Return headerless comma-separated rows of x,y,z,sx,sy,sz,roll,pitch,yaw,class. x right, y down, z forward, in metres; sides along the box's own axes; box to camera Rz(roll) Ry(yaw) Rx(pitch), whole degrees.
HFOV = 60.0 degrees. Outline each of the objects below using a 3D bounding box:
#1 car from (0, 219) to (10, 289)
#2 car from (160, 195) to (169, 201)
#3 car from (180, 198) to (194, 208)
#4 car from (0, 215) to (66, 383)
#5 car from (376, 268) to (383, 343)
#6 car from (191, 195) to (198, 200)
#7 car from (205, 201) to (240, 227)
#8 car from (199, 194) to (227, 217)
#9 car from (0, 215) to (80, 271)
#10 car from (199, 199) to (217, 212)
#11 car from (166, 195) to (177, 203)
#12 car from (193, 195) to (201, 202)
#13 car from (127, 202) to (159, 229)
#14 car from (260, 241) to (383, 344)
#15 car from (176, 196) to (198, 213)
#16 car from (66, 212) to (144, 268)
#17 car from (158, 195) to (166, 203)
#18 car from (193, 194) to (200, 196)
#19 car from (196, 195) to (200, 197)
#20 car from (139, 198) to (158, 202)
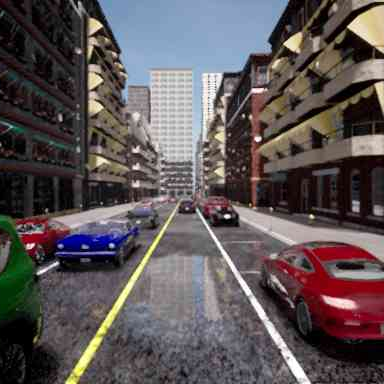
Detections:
-5.417,1.464,6.100,1.967,1.590,4.097,-1,0,-1,car
-6.813,1.487,83.775,1.967,1.590,4.097,-1,0,-1,car
-0.749,1.619,48.248,1.895,1.301,4.718,0,0,-1,car
-2.841,1.233,1.700,2.150,2.045,5.566,0,0,1,car
2.569,1.431,0.716,1.967,1.590,4.097,-1,0,-1,car
0.565,1.522,93.722,1.837,1.490,4.892,0,0,-1,car
2.164,1.566,22.908,1.947,1.339,4.313,-1,0,-1,car
2.060,1.317,28.456,2.192,1.841,5.009,-1,0,-1,car
-5.515,1.608,11.649,1.802,1.307,4.206,-1,0,-1,car
1.865,1.588,39.553,1.802,1.307,4.206,-1,0,-1,car
-4.004,1.521,70.824,1.812,1.442,4.674,0,0,-1,car
1.164,1.541,78.559,1.752,1.417,4.829,-1,0,-1,car
-3.212,1.584,21.669,1.994,1.385,4.181,0,0,-1,car
2.468,1.575,6.264,1.802,1.307,4.206,-1,0,-1,car
-0.534,1.540,36.382,1.812,1.442,4.674,0,0,-1,car
-3.034,1.617,11.572,1.895,1.301,4.718,0,0,-1,car
-6.609,1.570,72.509,1.752,1.417,4.829,-1,0,-1,car
1.566,1.561,56.197,2.008,1.369,4.403,-1,0,-1,car
1.666,1.575,50.649,1.947,1.339,4.313,-1,0,-1,car
-6.115,1.478,44.938,1.967,1.590,4.097,-1,0,-1,car
